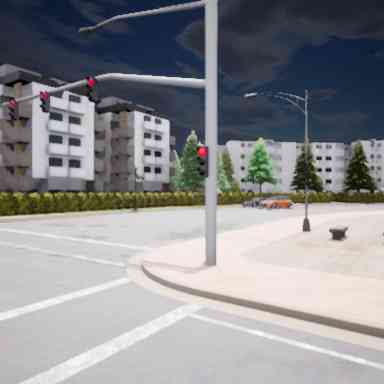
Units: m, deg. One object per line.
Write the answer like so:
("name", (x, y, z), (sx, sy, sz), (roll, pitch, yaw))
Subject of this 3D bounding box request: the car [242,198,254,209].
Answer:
("car", (9.008, 1.455, 45.187), (4.892, 1.490, 1.837), (0, 0, -33))

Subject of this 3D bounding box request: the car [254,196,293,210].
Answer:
("car", (10.558, 1.310, 42.009), (4.553, 1.767, 2.097), (0, 0, -33))
